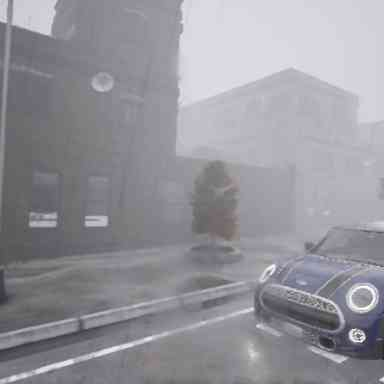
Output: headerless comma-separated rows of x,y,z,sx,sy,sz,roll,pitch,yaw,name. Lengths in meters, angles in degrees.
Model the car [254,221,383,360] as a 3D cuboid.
3.251,1.367,6.026,4.553,1.767,2.097,0,0,-36,car
